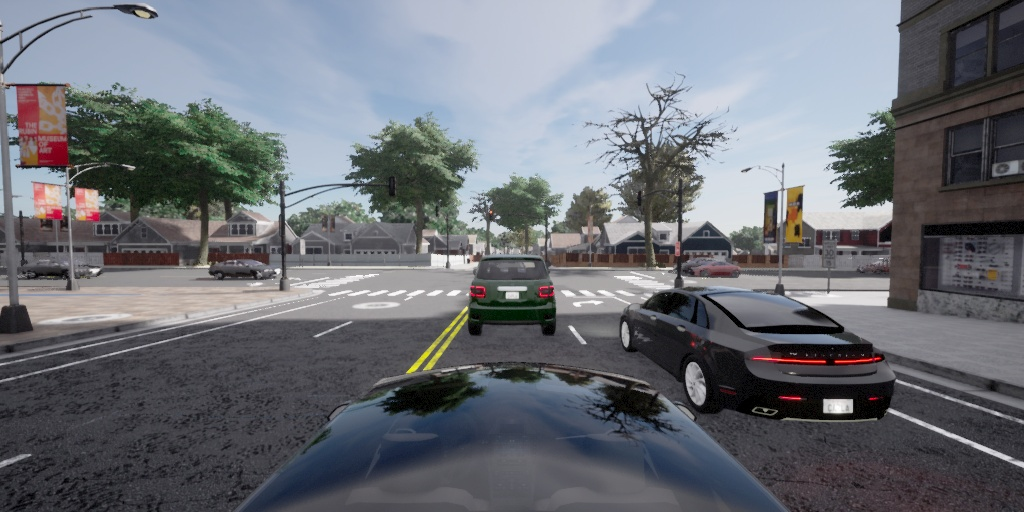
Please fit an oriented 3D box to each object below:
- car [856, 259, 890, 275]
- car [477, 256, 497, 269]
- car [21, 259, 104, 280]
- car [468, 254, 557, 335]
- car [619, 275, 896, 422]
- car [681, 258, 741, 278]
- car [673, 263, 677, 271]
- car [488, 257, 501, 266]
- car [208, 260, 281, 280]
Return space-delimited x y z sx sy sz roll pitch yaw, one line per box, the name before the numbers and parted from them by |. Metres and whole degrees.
car | 35.638 1.042 34.098 4.674 1.442 1.812 0 2 0
car | -3.030 0.834 45.084 2.128 1.511 4.902 0 0 1
car | -34.726 0.995 27.772 4.902 1.511 2.128 0 2 0
car | -0.011 0.967 10.615 2.150 2.045 5.566 0 0 0
car | 3.259 1.251 6.000 1.837 1.490 4.892 0 0 0
car | 17.330 1.109 30.945 4.181 1.385 1.994 0 2 0
car | 17.943 0.913 34.190 4.902 1.511 2.128 0 2 1
car | -2.814 0.880 59.284 1.895 1.301 4.718 0 0 1
car | -20.534 1.034 27.683 4.902 1.511 2.128 0 2 -2
